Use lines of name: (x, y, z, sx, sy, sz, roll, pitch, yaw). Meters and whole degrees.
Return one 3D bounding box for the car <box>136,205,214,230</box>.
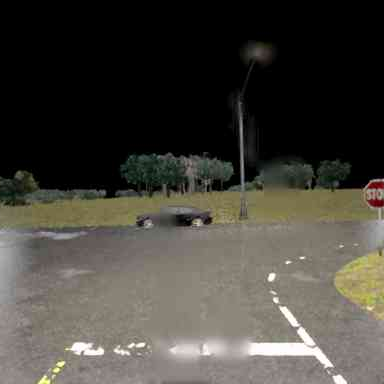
car: (-1.110, 1.619, 21.708, 5.008, 1.535, 1.882, -1, -1, -1)
